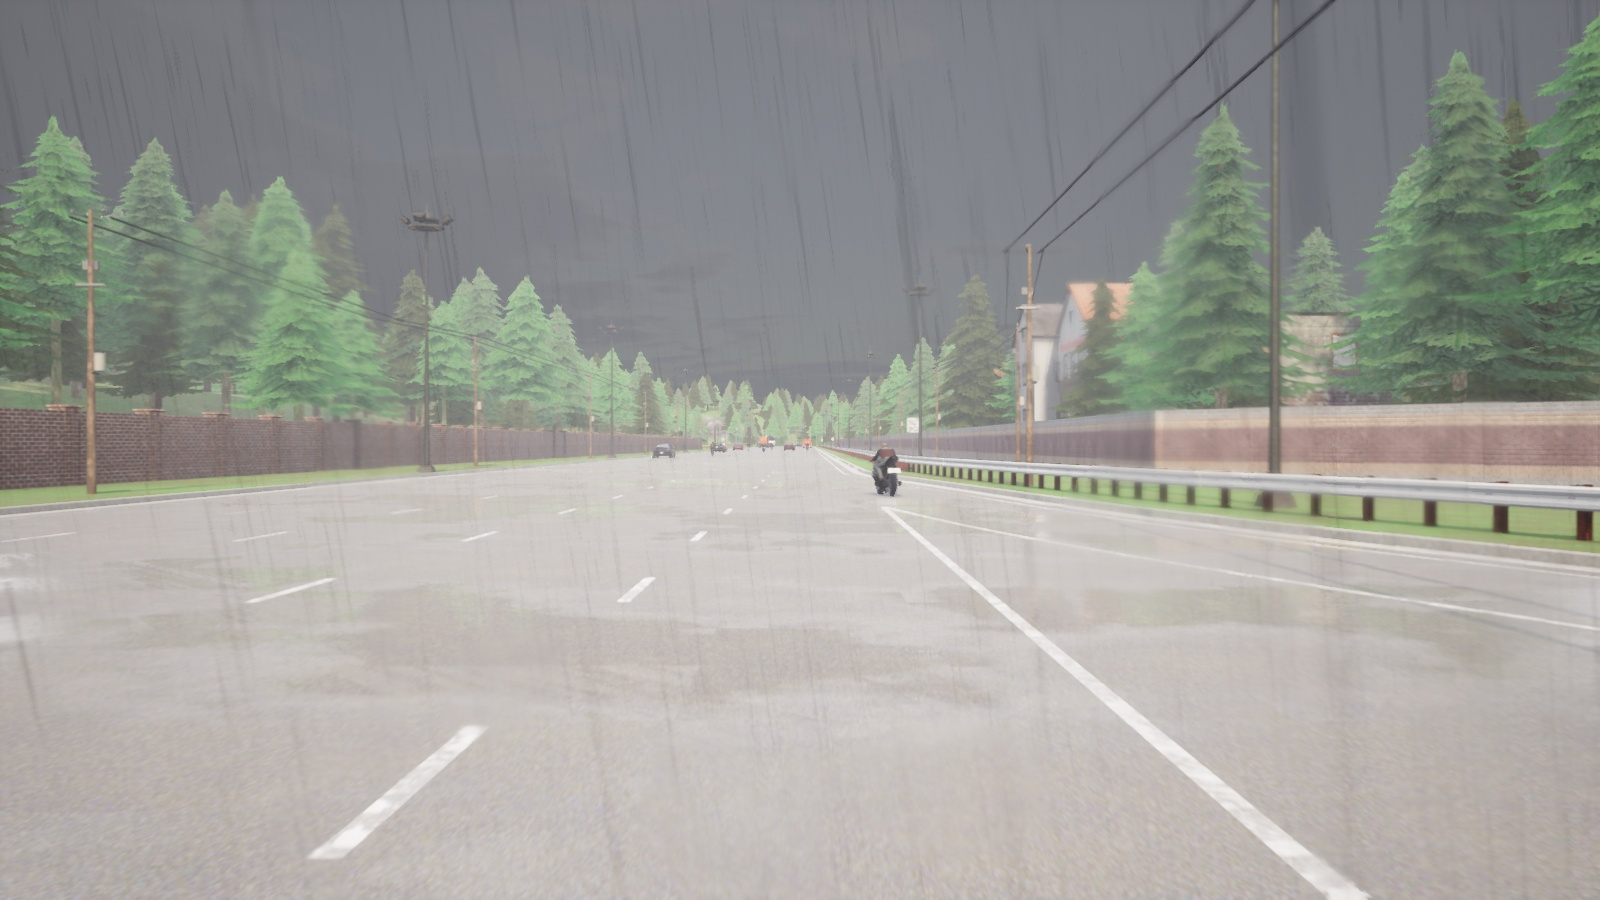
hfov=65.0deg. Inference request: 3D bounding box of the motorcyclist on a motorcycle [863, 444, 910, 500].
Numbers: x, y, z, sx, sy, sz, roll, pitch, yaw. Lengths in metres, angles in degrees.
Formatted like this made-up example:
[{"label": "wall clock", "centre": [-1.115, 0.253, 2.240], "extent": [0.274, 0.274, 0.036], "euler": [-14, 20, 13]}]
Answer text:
[{"label": "motorcyclist on a motorcycle", "centre": [2.412, 0.583, 35.468], "extent": [0.866, 1.530, 2.191], "euler": [0, 0, -9]}]
